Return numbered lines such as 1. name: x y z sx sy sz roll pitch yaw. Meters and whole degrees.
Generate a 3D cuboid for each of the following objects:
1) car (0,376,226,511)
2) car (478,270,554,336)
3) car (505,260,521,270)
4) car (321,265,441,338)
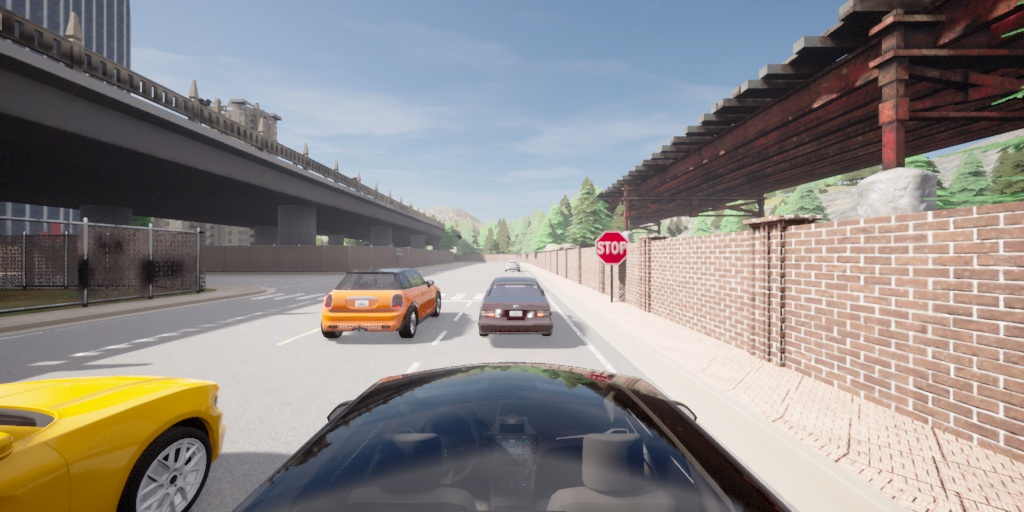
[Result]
1. car: -3.396 1.228 1.025 1.882 1.535 5.008 0 0 0
2. car: 0.082 1.296 10.304 2.033 1.411 5.357 0 0 0
3. car: 0.083 1.270 46.187 1.812 1.442 4.674 0 0 -1
4. car: -3.419 1.101 10.282 2.097 1.767 4.553 0 0 0
